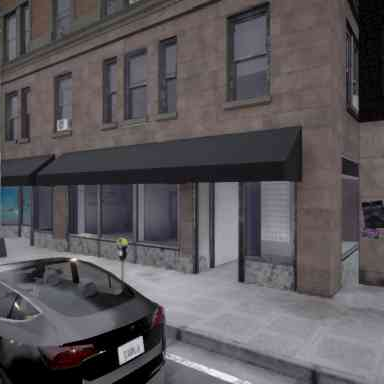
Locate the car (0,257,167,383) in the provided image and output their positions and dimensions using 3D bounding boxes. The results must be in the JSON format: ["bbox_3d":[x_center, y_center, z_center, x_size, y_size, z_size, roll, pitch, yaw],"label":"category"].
[{"bbox_3d":[-2.280,1.566,4.428,4.313,1.339,1.947,0,0,35],"label":"car"}]
